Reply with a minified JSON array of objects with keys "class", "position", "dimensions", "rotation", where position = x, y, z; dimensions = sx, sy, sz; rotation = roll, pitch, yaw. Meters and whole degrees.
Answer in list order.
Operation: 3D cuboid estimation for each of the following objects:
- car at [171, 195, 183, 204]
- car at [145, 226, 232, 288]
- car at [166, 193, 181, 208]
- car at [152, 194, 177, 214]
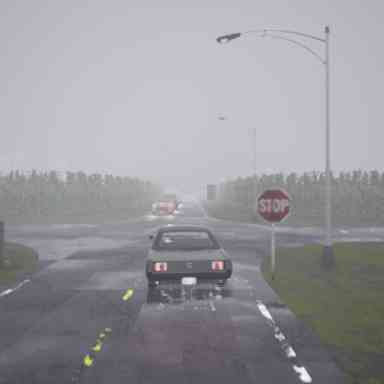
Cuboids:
[{"class":"car","position":[-2.904,1.447,64.602],"dimensions":[2.128,1.511,4.902],"rotation":[0,0,0]},{"class":"car","position":[-0.265,1.599,9.275],"dimensions":[1.895,1.301,4.718],"rotation":[0,0,-5]},{"class":"car","position":[-2.940,1.200,44.091],"dimensions":[2.150,2.045,5.566],"rotation":[0,0,0]},{"class":"car","position":[-2.924,1.337,34.396],"dimensions":[2.097,1.767,4.553],"rotation":[0,0,0]}]
